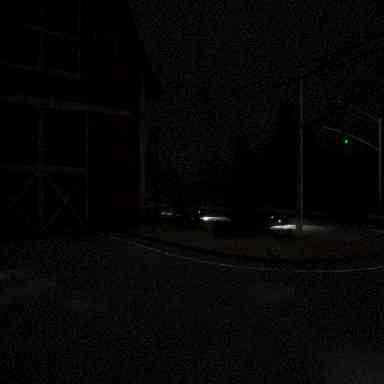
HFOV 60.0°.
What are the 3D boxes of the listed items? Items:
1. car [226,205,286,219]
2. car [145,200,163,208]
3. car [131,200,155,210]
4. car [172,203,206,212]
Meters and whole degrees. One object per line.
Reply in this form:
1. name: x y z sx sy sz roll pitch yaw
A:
1. car: 4.823 1.721 26.183 2.033 1.411 5.357 0 0 -34
2. car: -5.385 1.867 41.056 1.895 1.301 4.718 0 0 -34
3. car: -7.472 1.886 50.625 1.994 1.385 4.181 0 0 -34
4. car: -0.399 1.785 33.793 1.994 1.385 4.181 0 0 -34
